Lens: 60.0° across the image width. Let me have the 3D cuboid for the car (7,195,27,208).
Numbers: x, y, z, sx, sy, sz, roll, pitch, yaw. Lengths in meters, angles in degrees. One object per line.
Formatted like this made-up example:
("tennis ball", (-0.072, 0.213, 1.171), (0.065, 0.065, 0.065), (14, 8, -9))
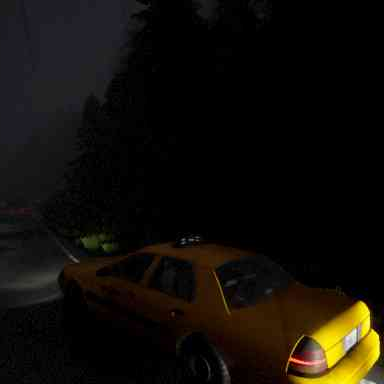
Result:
("car", (-21.067, 1.057, 40.109), (2.128, 1.511, 4.902), (-2, 2, -26))

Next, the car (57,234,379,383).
("car", (-0.251, 1.417, 5.097), (5.366, 1.575, 1.801), (1, 1, 44))
